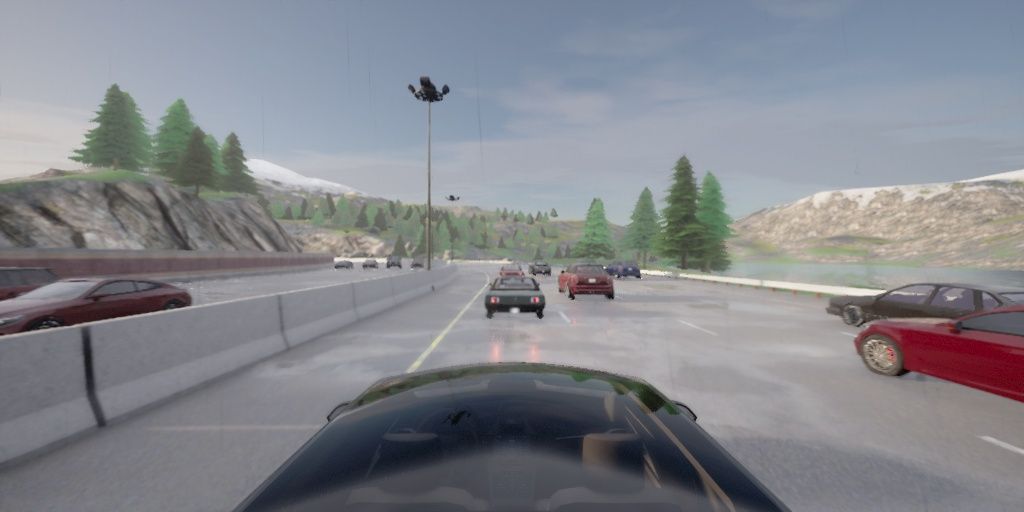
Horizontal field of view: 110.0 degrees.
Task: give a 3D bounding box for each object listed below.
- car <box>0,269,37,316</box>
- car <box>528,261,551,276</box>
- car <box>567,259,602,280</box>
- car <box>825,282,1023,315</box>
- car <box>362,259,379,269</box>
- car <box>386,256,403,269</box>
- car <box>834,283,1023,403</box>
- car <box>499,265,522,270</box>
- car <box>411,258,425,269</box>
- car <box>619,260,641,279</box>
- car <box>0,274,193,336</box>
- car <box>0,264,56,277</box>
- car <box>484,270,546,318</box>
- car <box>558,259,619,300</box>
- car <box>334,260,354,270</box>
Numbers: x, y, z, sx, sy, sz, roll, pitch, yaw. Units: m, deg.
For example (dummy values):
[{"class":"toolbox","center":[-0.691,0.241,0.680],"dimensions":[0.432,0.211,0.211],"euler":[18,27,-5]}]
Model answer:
[{"class":"car","center":[-17.610,1.198,10.028],"dimensions":[2.128,1.511,4.902],"euler":[0,0,0]},{"class":"car","center":[2.788,1.288,37.210],"dimensions":[2.128,1.511,4.902],"euler":[0,0,-6]},{"class":"car","center":[6.604,1.154,33.249],"dimensions":[2.097,1.767,4.553],"euler":[0,0,-4]},{"class":"car","center":[10.595,1.336,8.569],"dimensions":[2.033,1.411,5.357],"euler":[0,0,0]},{"class":"car","center":[-21.725,1.220,55.193],"dimensions":[1.882,1.535,5.008],"euler":[0,0,-13]},{"class":"car","center":[-18.319,0.973,56.062],"dimensions":[2.150,2.045,5.566],"euler":[0,0,-13]},{"class":"car","center":[7.085,1.299,4.483],"dimensions":[1.812,1.442,4.674],"euler":[0,0,0]},{"class":"car","center":[-0.113,1.379,28.752],"dimensions":[1.895,1.301,4.718],"euler":[0,0,-2]},{"class":"car","center":[-15.052,1.117,57.331],"dimensions":[2.097,1.767,4.553],"euler":[0,0,-13]},{"class":"car","center":[10.107,1.165,33.212],"dimensions":[2.097,1.767,4.553],"euler":[0,0,-4]},{"class":"car","center":[-10.610,1.252,9.027],"dimensions":[1.812,1.442,4.674],"euler":[0,0,0]},{"class":"car","center":[-14.111,1.068,8.921],"dimensions":[2.097,1.767,4.553],"euler":[0,0,0]},{"class":"car","center":[0.094,1.363,13.060],"dimensions":[1.895,1.301,4.718],"euler":[0,0,0]},{"class":"car","center":[3.592,1.129,18.172],"dimensions":[2.097,1.767,4.553],"euler":[0,0,0]},{"class":"car","center":[-24.792,1.279,53.185],"dimensions":[2.033,1.411,5.357],"euler":[0,0,-13]}]
